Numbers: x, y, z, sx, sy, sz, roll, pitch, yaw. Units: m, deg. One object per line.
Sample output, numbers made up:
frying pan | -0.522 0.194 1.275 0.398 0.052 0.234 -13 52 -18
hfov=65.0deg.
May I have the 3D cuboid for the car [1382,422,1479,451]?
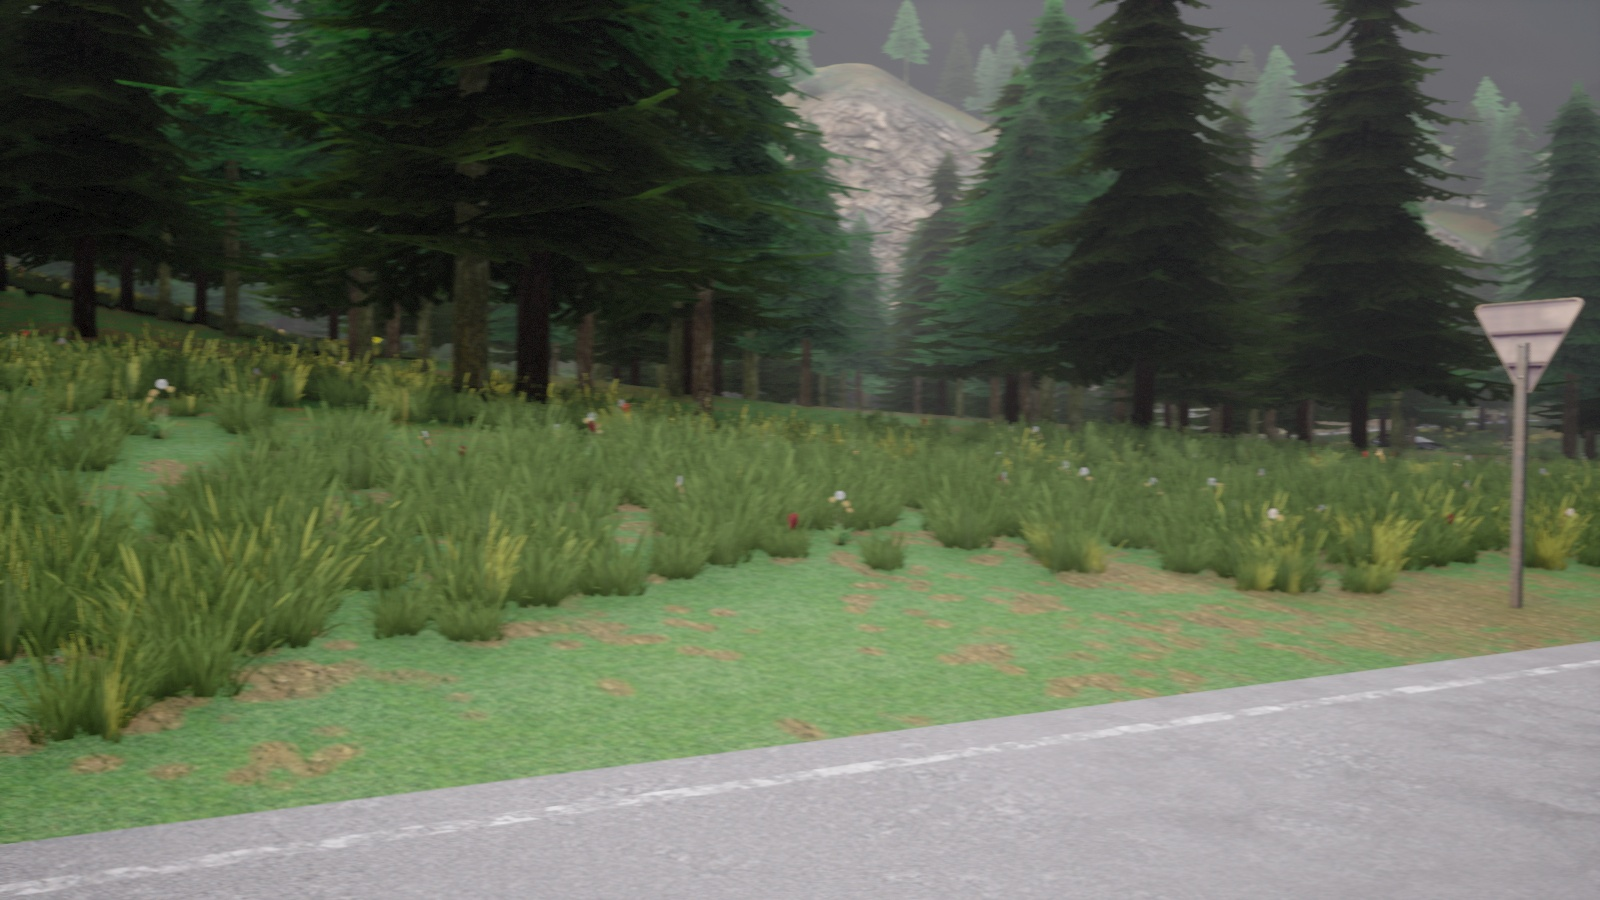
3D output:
car | 37.166 -0.819 74.115 2.242 1.667 4.611 -1 1 -29
